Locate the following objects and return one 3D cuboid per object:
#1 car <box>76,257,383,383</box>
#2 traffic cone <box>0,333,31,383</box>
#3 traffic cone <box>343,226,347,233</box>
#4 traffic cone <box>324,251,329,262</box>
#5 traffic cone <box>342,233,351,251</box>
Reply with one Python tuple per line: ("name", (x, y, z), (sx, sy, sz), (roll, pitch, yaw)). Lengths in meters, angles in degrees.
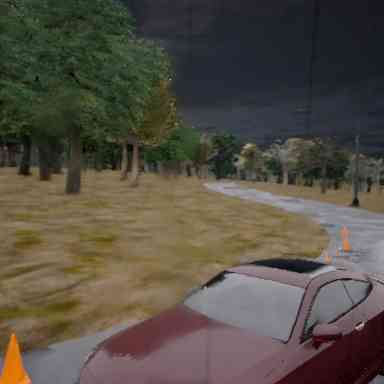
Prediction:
("car", (0.997, 1.604, 3.985), (4.674, 1.442, 1.812), (1, -1, -42))
("traffic cone", (-2.176, 2.028, 4.058), (0.340, 0.580, 0.340), (1, -1, -37))
("traffic cone", (8.606, 2.188, 18.697), (0.340, 0.580, 0.340), (-1, 1, 20))
("traffic cone", (4.281, 2.190, 10.605), (0.340, 0.580, 0.340), (-1, -2, 36))
("traffic cone", (6.735, 2.232, 14.494), (0.340, 0.580, 0.340), (-1, -1, 28))
